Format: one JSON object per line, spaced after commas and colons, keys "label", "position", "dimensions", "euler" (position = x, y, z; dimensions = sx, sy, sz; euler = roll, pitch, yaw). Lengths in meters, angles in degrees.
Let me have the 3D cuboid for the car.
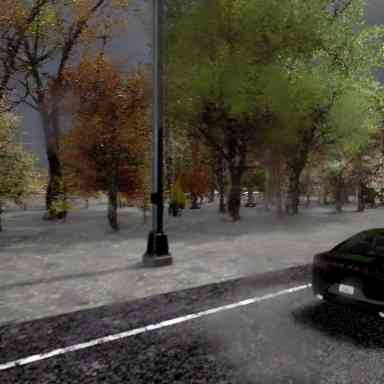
{"label": "car", "position": [4.617, 1.491, 7.039], "dimensions": [5.008, 1.535, 1.882], "euler": [0, 0, -35]}
